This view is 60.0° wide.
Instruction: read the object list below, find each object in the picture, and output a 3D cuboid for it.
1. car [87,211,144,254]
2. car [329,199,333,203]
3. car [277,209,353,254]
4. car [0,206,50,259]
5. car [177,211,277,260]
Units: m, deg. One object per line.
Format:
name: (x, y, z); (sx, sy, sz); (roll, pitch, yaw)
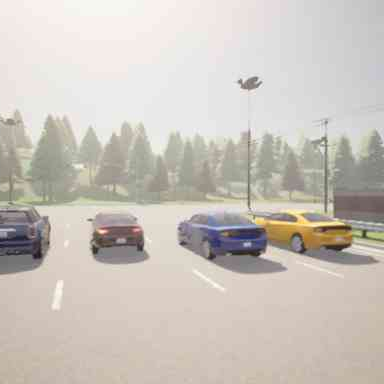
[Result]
car: (-3.135, 1.465, 13.343); (1.812, 1.442, 4.674); (0, 0, -19)
car: (27.783, 1.464, 60.665); (5.357, 1.411, 2.033); (0, 0, -19)
car: (4.176, 1.450, 13.643); (1.882, 1.535, 5.008); (0, 0, -19)
car: (-6.374, 1.282, 12.001); (2.097, 1.767, 4.553); (0, 0, -19)
car: (0.875, 1.438, 12.481); (1.882, 1.535, 5.008); (0, 0, -19)
